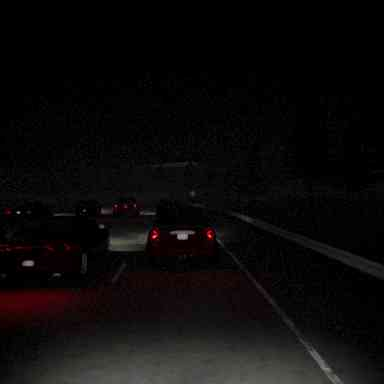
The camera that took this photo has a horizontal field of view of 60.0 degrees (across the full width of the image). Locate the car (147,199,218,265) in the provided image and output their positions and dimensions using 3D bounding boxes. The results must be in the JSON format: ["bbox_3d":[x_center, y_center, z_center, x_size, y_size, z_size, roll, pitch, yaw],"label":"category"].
[{"bbox_3d":[-0.388,1.296,11.642,2.097,1.767,4.553,0,0,-3],"label":"car"}]

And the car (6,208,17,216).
[{"bbox_3d":[-7.273,1.439,9.542,1.882,1.535,5.008,0,0,-3],"label":"car"}]

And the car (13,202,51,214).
[{"bbox_3d":[-12.202,1.439,25.232,2.033,1.411,5.357,0,0,-8],"label":"car"}]

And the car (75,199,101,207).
[{"bbox_3d":[-9.488,1.354,30.616,2.128,1.511,4.902,0,0,-9],"label":"car"}]

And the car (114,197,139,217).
[{"bbox_3d":[-5.809,1.215,29.695,2.097,1.767,4.553,0,0,-8],"label":"car"}]

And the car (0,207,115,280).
[{"bbox_3d":[-3.787,1.433,9.919,1.882,1.535,5.008,0,0,-3],"label":"car"}]

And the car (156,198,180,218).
[{"bbox_3d":[-2.211,1.365,29.359,1.837,1.490,4.892,0,0,-8],"label":"car"}]
